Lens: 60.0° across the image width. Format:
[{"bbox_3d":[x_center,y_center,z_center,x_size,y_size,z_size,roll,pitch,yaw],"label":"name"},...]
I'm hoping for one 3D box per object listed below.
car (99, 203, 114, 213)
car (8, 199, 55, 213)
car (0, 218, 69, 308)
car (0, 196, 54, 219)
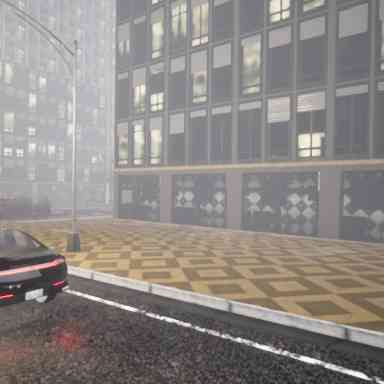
[{"bbox_3d":[-8.796,1.823,39.704,1.752,1.417,4.829,1,0,36],"label":"car"},{"bbox_3d":[-19.091,1.634,39.849,1.752,1.417,4.829,1,0,36],"label":"car"},{"bbox_3d":[-4.595,1.487,6.934,4.902,1.511,2.128,0,0,35],"label":"car"},{"bbox_3d":[-15.577,1.512,30.480,2.192,1.841,5.009,1,0,36],"label":"car"}]
